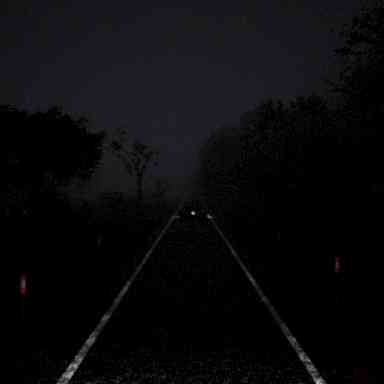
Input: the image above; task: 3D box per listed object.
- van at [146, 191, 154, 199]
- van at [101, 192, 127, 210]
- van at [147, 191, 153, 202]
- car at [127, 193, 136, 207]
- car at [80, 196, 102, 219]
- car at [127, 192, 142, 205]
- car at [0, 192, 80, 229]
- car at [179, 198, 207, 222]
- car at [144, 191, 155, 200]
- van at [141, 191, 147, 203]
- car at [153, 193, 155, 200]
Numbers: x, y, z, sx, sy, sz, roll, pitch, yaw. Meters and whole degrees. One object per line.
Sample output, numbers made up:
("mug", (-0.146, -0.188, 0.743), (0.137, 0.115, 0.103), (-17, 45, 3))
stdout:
("van", (-11.181, 0.822, 87.468), (1.878, 1.987, 4.442), (1, -1, -10))
("van", (-9.105, 1.000, 37.579), (1.878, 1.987, 4.442), (0, 0, 2))
("van", (-9.312, 0.902, 65.238), (1.878, 1.987, 4.442), (0, -1, -2))
("car", (-9.112, 1.189, 43.265), (2.231, 1.521, 4.892), (0, -1, -2))
("car", (-9.077, 1.294, 26.609), (2.002, 1.452, 4.674), (0, 0, 0))
("car", (-9.122, 1.204, 48.776), (2.163, 1.488, 4.792), (0, -1, -2))
("car", (-9.063, 1.035, 19.863), (2.435, 2.045, 5.566), (0, 0, 1))
("car", (0.078, 1.398, 24.442), (1.994, 1.385, 4.181), (0, 0, 0))
("car", (-10.465, 0.819, 82.012), (2.435, 2.045, 5.566), (1, -1, -9))
("van", (-9.138, 0.931, 55.288), (1.878, 1.987, 4.442), (0, -1, -3))
("car", (-9.936, 1.132, 76.476), (2.002, 1.452, 4.674), (1, -1, -5))
